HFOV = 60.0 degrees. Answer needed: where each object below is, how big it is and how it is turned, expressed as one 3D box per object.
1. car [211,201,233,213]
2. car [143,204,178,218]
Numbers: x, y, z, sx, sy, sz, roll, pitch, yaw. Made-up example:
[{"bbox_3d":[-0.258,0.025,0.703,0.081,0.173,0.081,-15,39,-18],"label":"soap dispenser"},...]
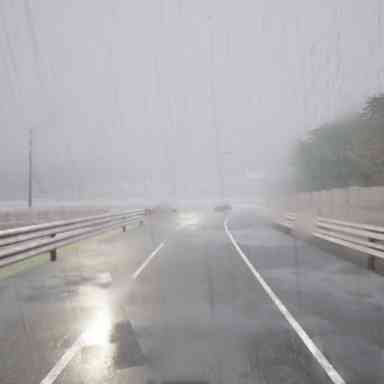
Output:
[{"bbox_3d":[5.240,2.584,54.620,1.837,1.490,4.892,0,-1,26],"label":"car"},{"bbox_3d":[-3.673,2.224,39.588,1.882,1.535,5.008,0,-1,35],"label":"car"}]
